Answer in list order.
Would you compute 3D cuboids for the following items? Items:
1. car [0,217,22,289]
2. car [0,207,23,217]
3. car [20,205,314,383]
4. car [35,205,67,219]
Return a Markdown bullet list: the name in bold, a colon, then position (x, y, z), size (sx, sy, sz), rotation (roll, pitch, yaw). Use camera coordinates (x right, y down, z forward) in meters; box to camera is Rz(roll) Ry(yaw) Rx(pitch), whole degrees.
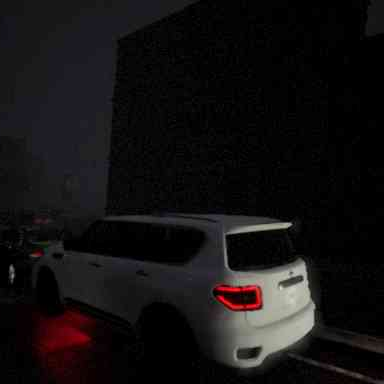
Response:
- **car**: position (-4.712, 1.714, 9.949), size (1.837, 1.490, 4.892), rotation (3, -3, -41)
- **car**: position (-16.068, 2.127, 30.783), size (1.882, 1.535, 5.008), rotation (4, -2, -12)
- **car**: position (-0.756, 1.372, 5.904), size (5.566, 2.045, 2.150), rotation (-1, -2, 42)
- **car**: position (-17.901, 2.477, 42.399), size (2.128, 1.511, 4.902), rotation (4, -2, -4)
